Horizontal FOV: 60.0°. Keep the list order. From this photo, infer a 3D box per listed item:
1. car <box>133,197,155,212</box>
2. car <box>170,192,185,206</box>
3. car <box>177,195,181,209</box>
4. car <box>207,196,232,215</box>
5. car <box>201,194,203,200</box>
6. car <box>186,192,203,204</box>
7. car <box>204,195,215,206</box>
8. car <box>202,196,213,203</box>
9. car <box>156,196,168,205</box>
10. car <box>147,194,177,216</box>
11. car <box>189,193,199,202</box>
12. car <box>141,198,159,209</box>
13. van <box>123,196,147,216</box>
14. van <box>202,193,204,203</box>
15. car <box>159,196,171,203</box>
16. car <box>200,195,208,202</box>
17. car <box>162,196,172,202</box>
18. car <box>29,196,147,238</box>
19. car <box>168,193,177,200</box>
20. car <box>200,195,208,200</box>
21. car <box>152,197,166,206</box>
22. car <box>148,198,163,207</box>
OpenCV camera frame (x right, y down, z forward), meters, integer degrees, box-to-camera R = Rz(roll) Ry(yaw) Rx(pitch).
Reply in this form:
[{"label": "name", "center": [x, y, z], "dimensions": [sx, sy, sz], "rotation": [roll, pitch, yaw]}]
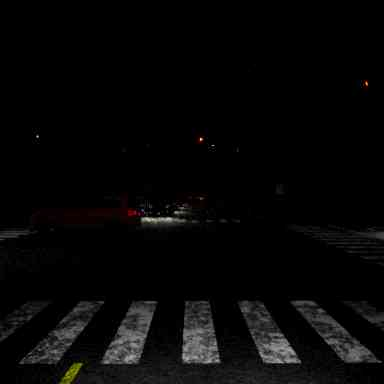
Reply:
[{"label": "car", "center": [-5.611, 1.443, 39.096], "dimensions": [1.967, 1.590, 4.097], "rotation": [0, 0, 0]}, {"label": "car", "center": [-2.757, 1.226, 52.583], "dimensions": [2.150, 2.045, 5.566], "rotation": [0, 0, 1]}, {"label": "car", "center": [-2.831, 1.481, 42.064], "dimensions": [1.882, 1.535, 5.008], "rotation": [0, 0, 1]}, {"label": "car", "center": [2.878, 1.442, 33.375], "dimensions": [1.967, 1.590, 4.097], "rotation": [0, 0, 0]}, {"label": "car", "center": [3.063, 1.527, 61.890], "dimensions": [1.752, 1.417, 4.829], "rotation": [0, 0, 0]}, {"label": "car", "center": [0.406, 1.223, 63.398], "dimensions": [2.150, 2.045, 5.566], "rotation": [0, 0, 0]}, {"label": "car", "center": [2.951, 1.443, 44.713], "dimensions": [1.967, 1.590, 4.097], "rotation": [0, 0, 0]}, {"label": "car", "center": [3.098, 1.552, 67.390], "dimensions": [2.008, 1.369, 4.403], "rotation": [0, 0, 0]}, {"label": "car", "center": [-5.465, 1.527, 61.599], "dimensions": [1.752, 1.417, 4.829], "rotation": [0, 0, 0]}, {"label": "car", "center": [-2.938, 1.354, 32.126], "dimensions": [2.097, 1.767, 4.553], "rotation": [0, 0, 2]}, {"label": "car", "center": [0.472, 1.186, 73.758], "dimensions": [2.097, 1.767, 4.553], "rotation": [0, 0, 0]}, {"label": "car", "center": [-5.574, 1.569, 44.765], "dimensions": [1.947, 1.339, 4.313], "rotation": [0, 0, 0]}, {"label": "van", "center": [-5.648, 1.343, 33.428], "dimensions": [1.690, 1.788, 3.998], "rotation": [0, 0, 0]}, {"label": "van", "center": [3.025, 1.344, 56.051], "dimensions": [1.690, 1.788, 3.998], "rotation": [0, 0, 0]}, {"label": "car", "center": [-5.427, 1.567, 67.437], "dimensions": [1.947, 1.339, 4.313], "rotation": [0, 0, 0]}, {"label": "car", "center": [2.860, 1.453, 79.561], "dimensions": [1.801, 1.575, 5.366], "rotation": [0, 0, 0]}, {"label": "car", "center": [-5.390, 1.544, 73.105], "dimensions": [1.887, 1.381, 4.507], "rotation": [0, 0, 0]}, {"label": "car", "center": [-5.425, 1.220, 17.374], "dimensions": [5.566, 2.045, 2.150], "rotation": [0, 0, 0]}, {"label": "car", "center": [-5.281, 1.307, 90.110], "dimensions": [2.192, 1.841, 5.009], "rotation": [0, 0, 0]}, {"label": "car", "center": [3.245, 1.558, 90.067], "dimensions": [1.947, 1.339, 4.313], "rotation": [0, 0, 0]}, {"label": "car", "center": [-5.501, 1.569, 56.101], "dimensions": [1.947, 1.339, 4.313], "rotation": [0, 0, 0]}, {"label": "car", "center": [-5.537, 1.585, 50.433], "dimensions": [1.802, 1.307, 4.206], "rotation": [0, 0, 0]}]
